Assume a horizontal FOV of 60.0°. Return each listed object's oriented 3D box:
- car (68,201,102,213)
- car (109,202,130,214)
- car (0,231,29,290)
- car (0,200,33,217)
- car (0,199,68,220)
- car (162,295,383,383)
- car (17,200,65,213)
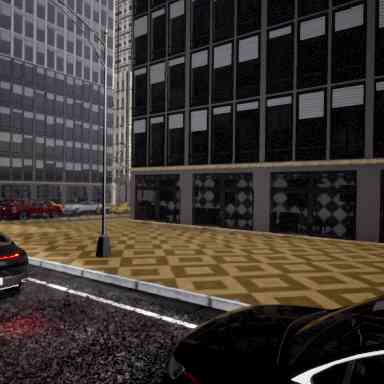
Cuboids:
[{"bbox_3d":[-13.190,1.795,40.702,1.895,1.301,4.718,1,0,37],"label":"car"},{"bbox_3d":[-7.350,1.830,38.865,1.752,1.417,4.829,1,0,37],"label":"car"},{"bbox_3d":[-5.748,1.500,7.814,4.892,1.490,1.837,0,0,36],"label":"car"},{"bbox_3d":[-18.746,1.617,33.231,1.837,1.490,4.892,1,0,37],"label":"car"},{"bbox_3d":[-14.181,1.519,29.677,2.192,1.841,5.009,1,0,37],"label":"car"},{"bbox_3d":[1.969,1.505,2.271,4.892,1.490,1.837,0,0,36],"label":"car"},{"bbox_3d":[-17.645,1.643,39.065,1.752,1.417,4.829,1,0,37],"label":"car"}]
